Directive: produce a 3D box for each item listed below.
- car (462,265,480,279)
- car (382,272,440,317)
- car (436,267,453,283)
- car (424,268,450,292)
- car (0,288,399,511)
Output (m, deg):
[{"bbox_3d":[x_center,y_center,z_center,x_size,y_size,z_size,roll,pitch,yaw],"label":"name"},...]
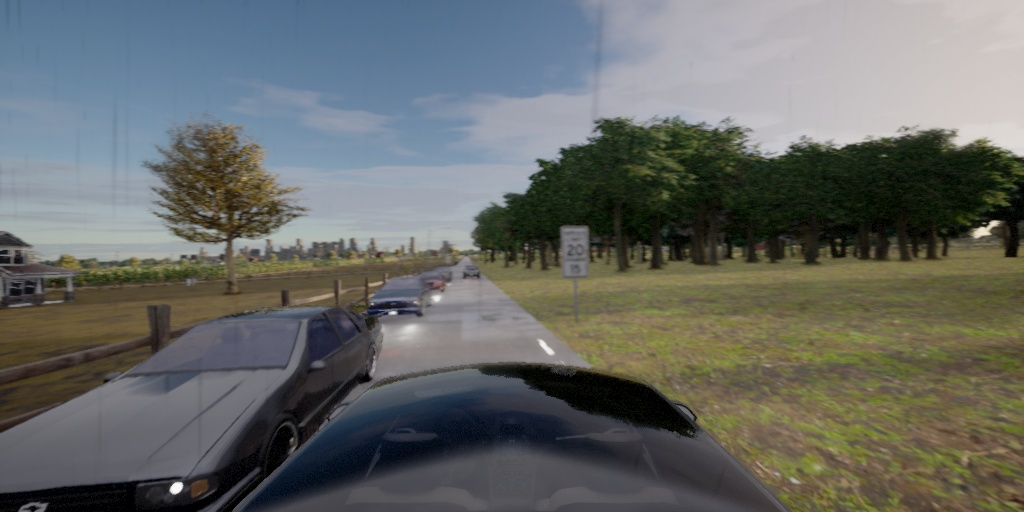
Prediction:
[{"bbox_3d":[-4.658,1.842,41.274,2.128,1.511,4.902,-1,-1,-7],"label":"car"},{"bbox_3d":[-4.317,1.561,14.620,2.033,1.411,5.357,-1,-1,-7],"label":"car"},{"bbox_3d":[-6.871,1.823,35.577,2.128,1.511,4.902,-1,0,-7],"label":"car"},{"bbox_3d":[-5.549,1.731,24.626,1.994,1.385,4.181,-1,-1,-7],"label":"car"},{"bbox_3d":[-3.073,1.406,4.626,2.033,1.411,5.357,-1,-1,-7],"label":"car"}]
